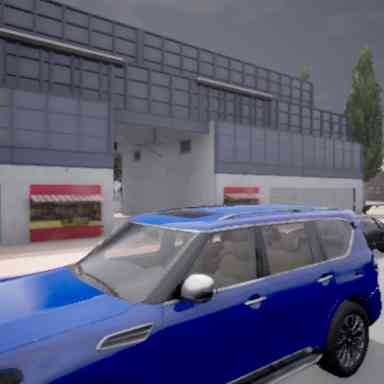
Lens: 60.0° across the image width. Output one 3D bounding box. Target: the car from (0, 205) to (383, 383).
[{"bbox_3d":[0.084,1.220,4.014,5.566,2.045,2.150,0,0,-35],"label":"car"}]
